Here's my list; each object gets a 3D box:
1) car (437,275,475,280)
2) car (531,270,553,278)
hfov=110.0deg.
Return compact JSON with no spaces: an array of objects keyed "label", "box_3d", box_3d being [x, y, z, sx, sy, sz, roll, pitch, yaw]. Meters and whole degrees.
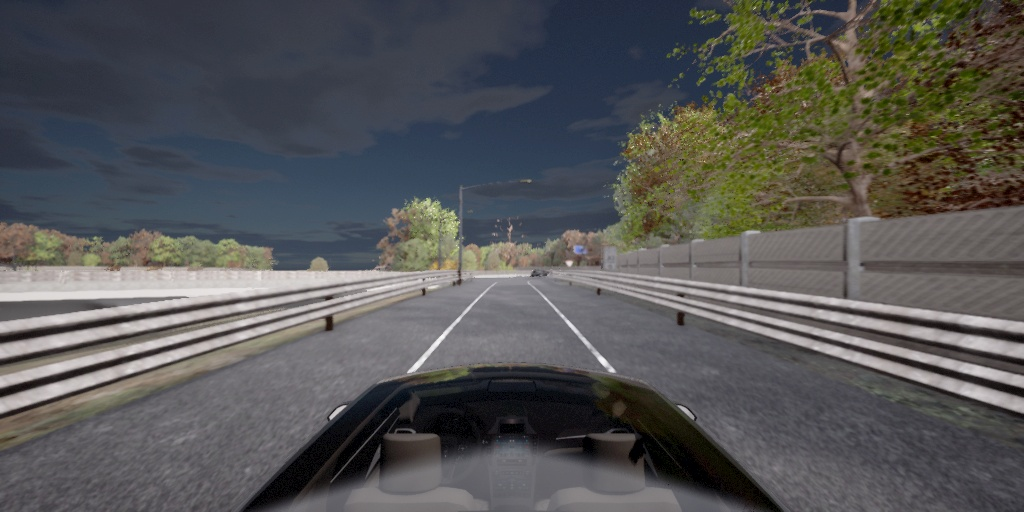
[{"label":"car","box_3d":[-7.401,2.578,47.991,2.033,1.411,5.357,-2,-3,42]},{"label":"car","box_3d":[5.098,3.221,65.052,1.837,1.490,4.892,-1,-2,31]}]
